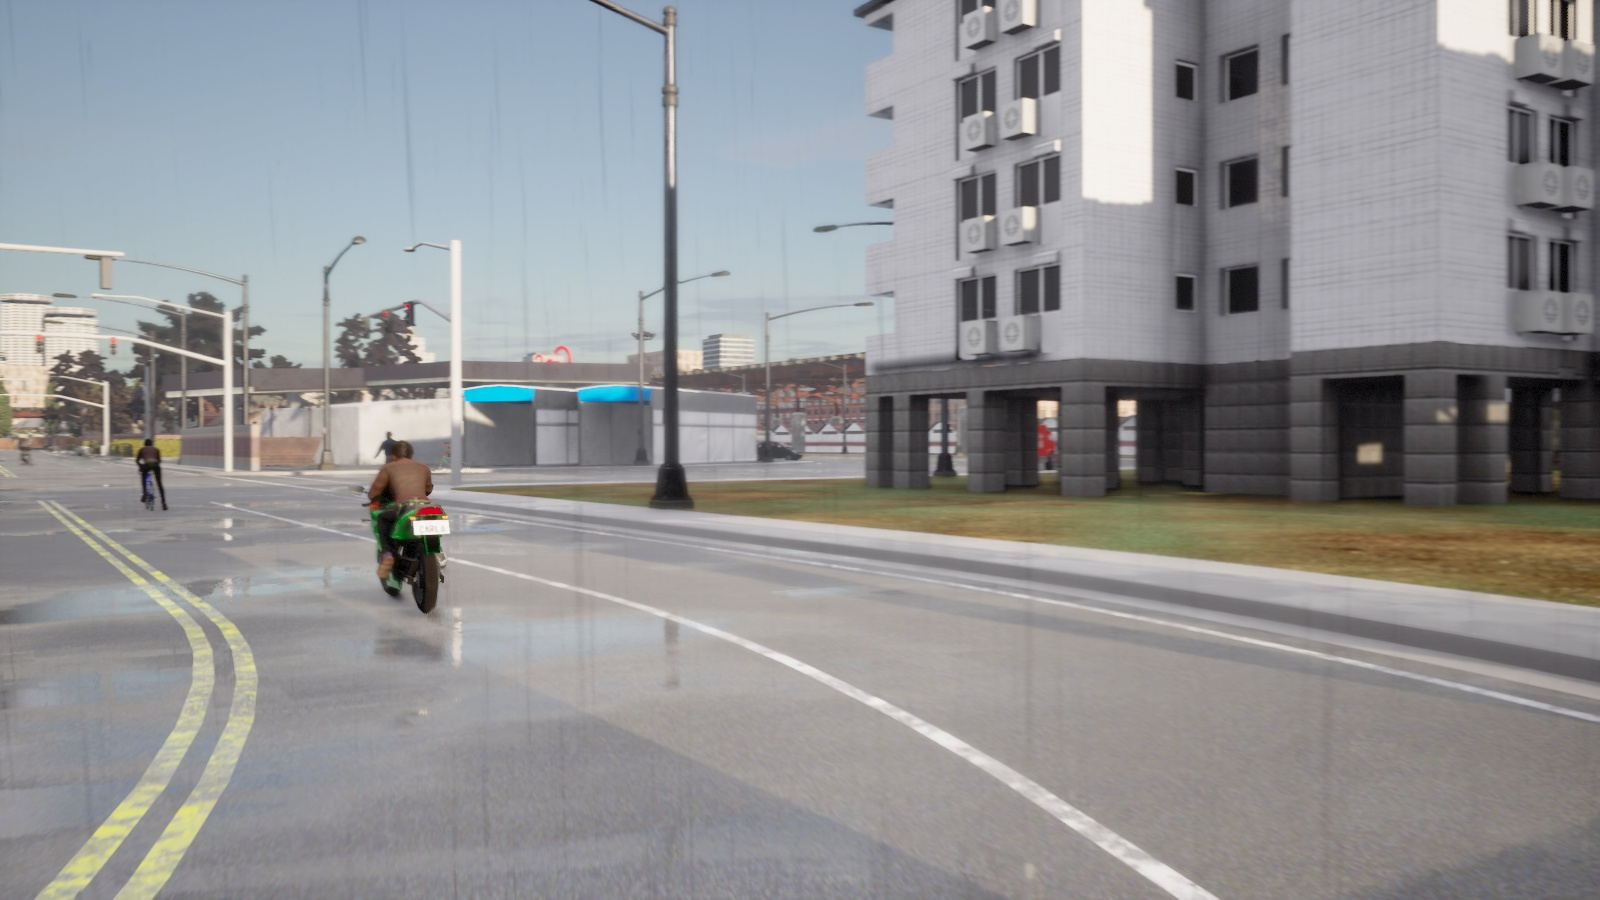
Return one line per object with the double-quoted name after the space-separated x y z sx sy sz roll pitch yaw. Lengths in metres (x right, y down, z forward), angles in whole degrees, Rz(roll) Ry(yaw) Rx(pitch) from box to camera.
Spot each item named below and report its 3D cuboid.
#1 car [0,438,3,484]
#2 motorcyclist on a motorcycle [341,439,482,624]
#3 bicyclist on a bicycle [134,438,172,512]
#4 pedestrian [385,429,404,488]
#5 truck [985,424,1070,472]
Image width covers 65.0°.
-30.037 0.384 45.527 1.851 1.617 3.988 0 0 -33 "car"
-3.591 0.667 11.477 0.797 1.523 2.044 -1 1 -30 "motorcyclist on a motorcycle"
-14.655 0.553 28.433 0.582 1.620 1.656 0 0 -33 "bicyclist on a bicycle"
-12.759 0.250 39.480 0.370 1.835 0.726 0 0 -36 "pedestrian"
12.326 -0.136 67.707 2.627 2.467 5.204 0 0 34 "truck"
